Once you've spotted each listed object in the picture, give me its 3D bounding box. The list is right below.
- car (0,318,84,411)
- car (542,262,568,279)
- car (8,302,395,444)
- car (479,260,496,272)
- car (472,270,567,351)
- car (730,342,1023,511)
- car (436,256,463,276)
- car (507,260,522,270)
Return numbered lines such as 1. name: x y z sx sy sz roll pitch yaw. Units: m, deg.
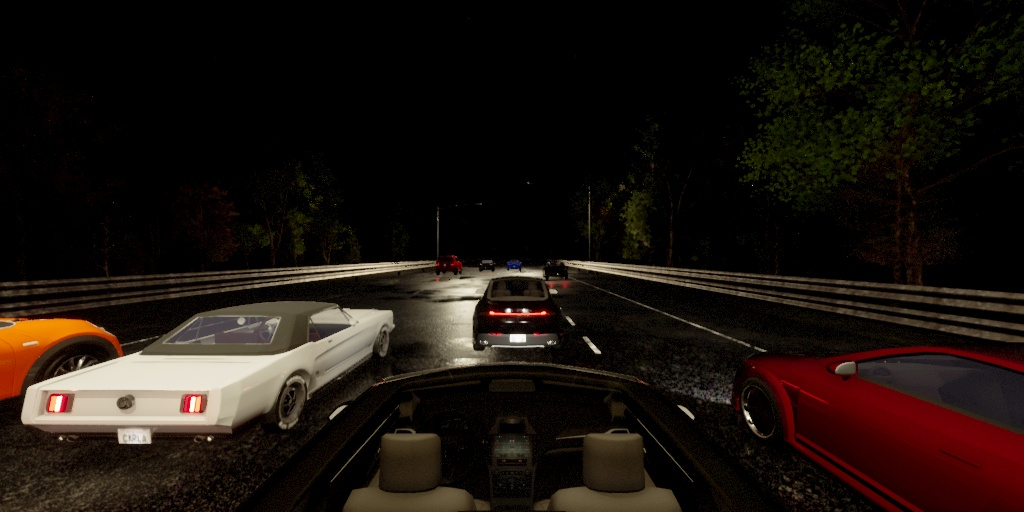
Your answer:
1. car: -6.919 1.101 3.473 2.097 1.767 4.553 0 0 1
2. car: 3.733 1.260 31.460 2.128 1.511 4.902 0 0 0
3. car: -3.401 1.350 5.474 1.895 1.301 4.718 0 0 0
4. car: -3.198 1.280 46.610 2.128 1.511 4.902 0 0 0
5. car: 0.122 1.254 8.955 1.837 1.490 4.892 0 0 0
6. car: 3.601 1.314 2.578 1.994 1.385 4.181 0 0 0
7. car: -6.736 1.000 38.707 2.150 2.045 5.566 0 0 0
8. car: 0.317 1.271 50.251 1.882 1.535 5.008 0 0 0
